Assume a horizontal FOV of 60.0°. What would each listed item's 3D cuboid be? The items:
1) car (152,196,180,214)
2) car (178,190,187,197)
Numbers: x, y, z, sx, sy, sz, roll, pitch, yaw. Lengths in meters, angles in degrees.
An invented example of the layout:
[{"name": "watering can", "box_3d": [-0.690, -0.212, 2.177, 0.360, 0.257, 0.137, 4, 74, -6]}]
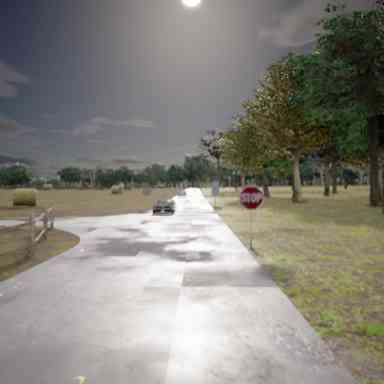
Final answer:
[{"name": "car", "box_3d": [-2.424, 1.273, 29.984, 1.895, 1.301, 4.718, 0, 1, 1]}, {"name": "car", "box_3d": [-1.990, 0.340, 69.879, 1.812, 1.442, 4.674, 0, 1, 1]}]
